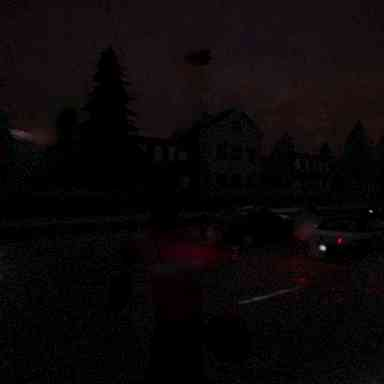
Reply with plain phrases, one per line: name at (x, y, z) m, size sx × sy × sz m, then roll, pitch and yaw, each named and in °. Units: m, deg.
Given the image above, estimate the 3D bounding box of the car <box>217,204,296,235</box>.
car at (3.839, 1.519, 19.411) m, size 4.674 × 1.442 × 1.812 m, roll 0°, pitch 0°, yaw -36°

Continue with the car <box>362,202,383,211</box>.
car at (16.180, 1.550, 28.205) m, size 4.181 × 1.385 × 1.994 m, roll 0°, pitch 0°, yaw -35°

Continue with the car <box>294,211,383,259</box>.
car at (6.229, 1.595, 12.514) m, size 4.718 × 1.301 × 1.895 m, roll 0°, pitch 0°, yaw -35°

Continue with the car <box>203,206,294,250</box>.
car at (2.774, 1.473, 14.360) m, size 5.008 × 1.535 × 1.882 m, roll 0°, pitch 0°, yaw -35°
